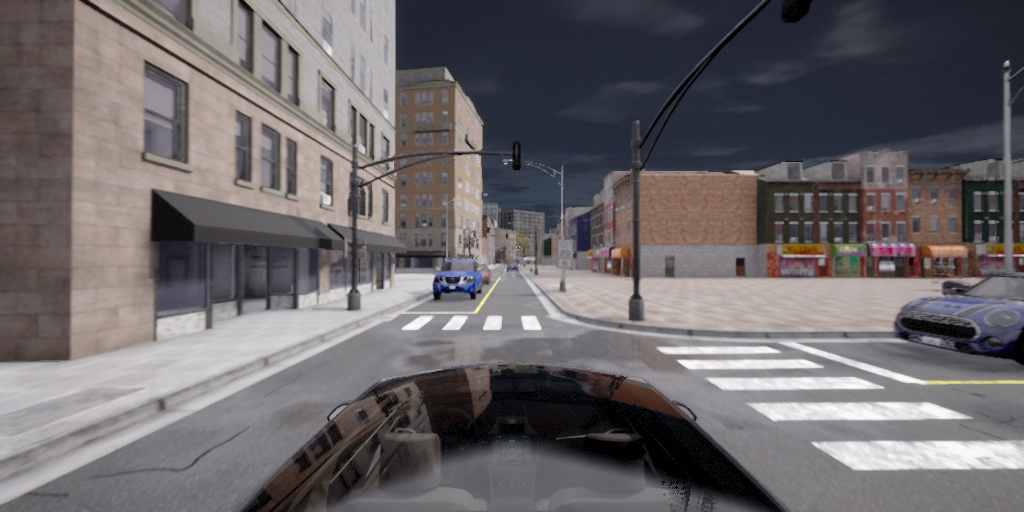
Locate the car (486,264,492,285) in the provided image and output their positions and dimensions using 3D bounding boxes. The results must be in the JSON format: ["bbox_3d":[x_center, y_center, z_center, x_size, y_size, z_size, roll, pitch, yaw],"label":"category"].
[{"bbox_3d":[-2.842,1.439,30.091,2.097,1.767,4.553,0,-1,0],"label":"car"}]

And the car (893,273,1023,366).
[{"bbox_3d":[10.759,1.123,7.263,4.553,1.767,2.097,0,0,1],"label":"car"}]

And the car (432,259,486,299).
[{"bbox_3d":[-2.852,1.187,19.927,2.150,2.045,5.566,0,-1,0],"label":"car"}]

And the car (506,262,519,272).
[{"bbox_3d":[0.092,1.847,63.031,2.097,1.767,4.553,0,-1,-1],"label":"car"}]
